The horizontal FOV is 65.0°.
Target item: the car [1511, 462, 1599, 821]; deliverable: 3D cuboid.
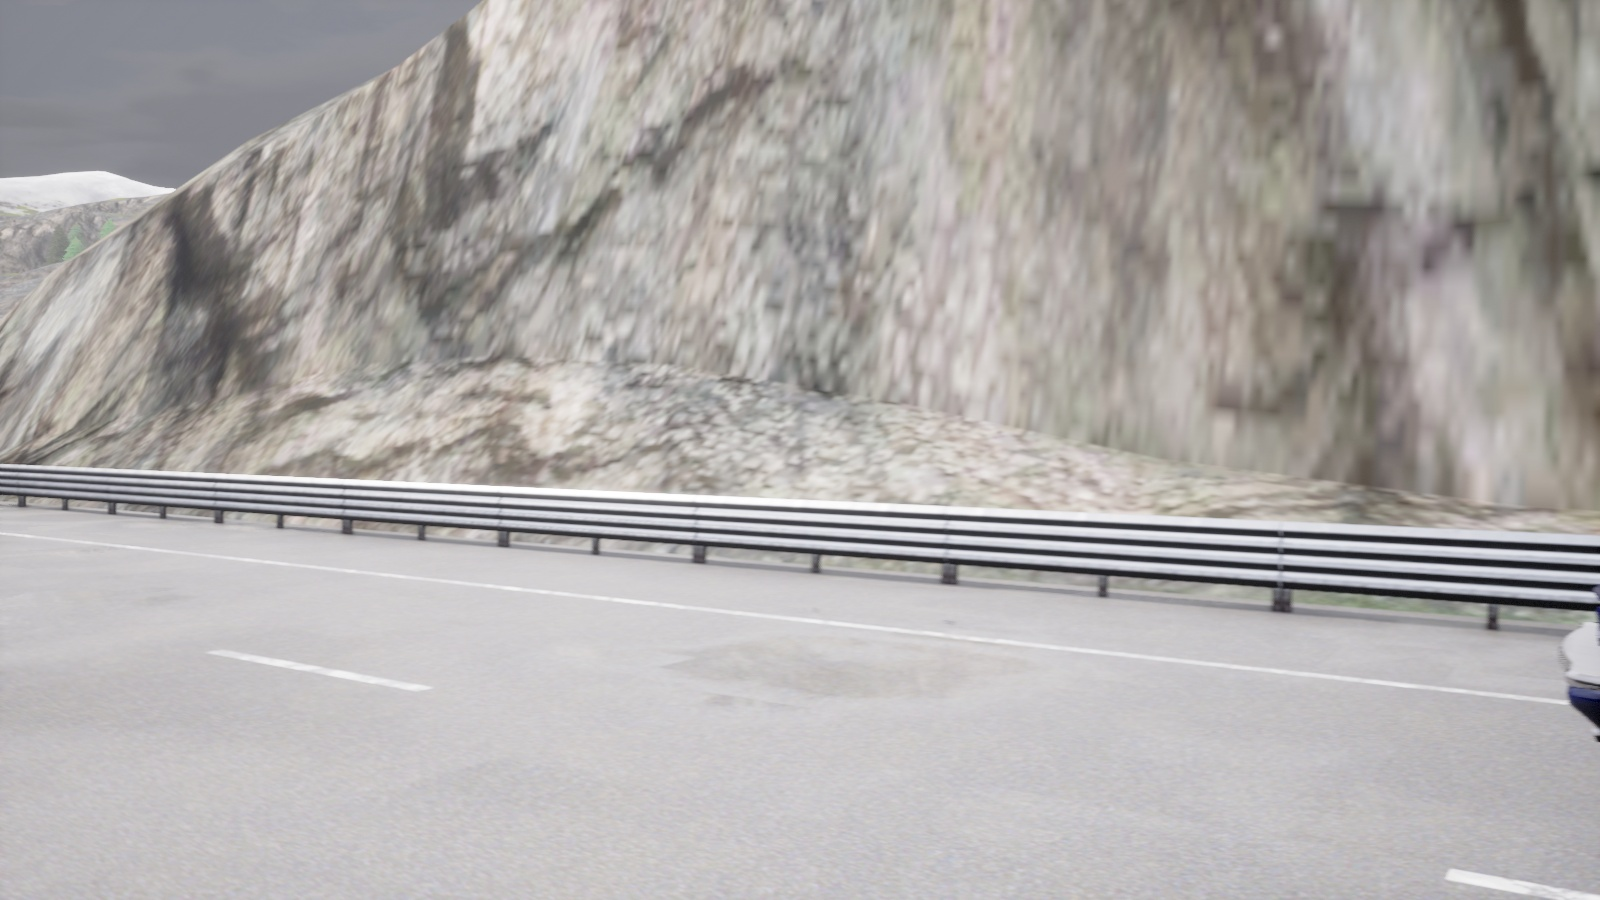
[{"bbox_3d":[5.241,0.725,4.344,4.718,1.301,1.895,0,1,34],"label":"car"}]
